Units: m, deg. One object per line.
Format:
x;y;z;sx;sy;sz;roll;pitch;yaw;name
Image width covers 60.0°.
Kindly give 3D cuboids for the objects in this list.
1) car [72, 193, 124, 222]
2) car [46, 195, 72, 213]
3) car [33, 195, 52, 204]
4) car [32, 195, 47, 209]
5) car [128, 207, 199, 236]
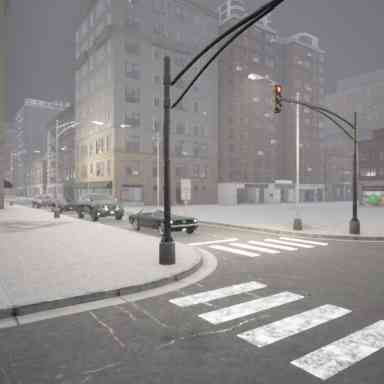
-7.304;1.102;26.054;2.150;2.045;5.566;0;0;-35;car
-13.175;1.311;34.312;1.882;1.535;5.008;0;0;-36;car
-25.423;1.270;56.545;2.033;1.411;5.357;0;0;-35;car
-19.078;1.140;42.648;2.097;1.767;4.553;0;0;-35;car
-1.661;1.527;18.151;1.895;1.301;4.718;0;0;-36;car
